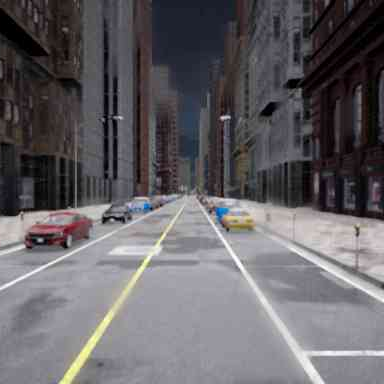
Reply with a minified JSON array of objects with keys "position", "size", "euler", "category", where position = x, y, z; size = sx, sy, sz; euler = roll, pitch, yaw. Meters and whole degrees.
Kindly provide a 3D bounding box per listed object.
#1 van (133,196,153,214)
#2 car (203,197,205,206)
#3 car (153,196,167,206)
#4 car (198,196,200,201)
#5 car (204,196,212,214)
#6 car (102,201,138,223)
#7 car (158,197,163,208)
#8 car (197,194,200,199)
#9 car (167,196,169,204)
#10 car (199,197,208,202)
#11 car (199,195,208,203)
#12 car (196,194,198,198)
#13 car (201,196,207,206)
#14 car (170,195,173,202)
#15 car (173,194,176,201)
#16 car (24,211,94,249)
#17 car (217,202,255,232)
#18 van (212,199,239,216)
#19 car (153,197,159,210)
[{"position":[-5.759,1.474,37.420],"size":[1.690,1.788,3.998],"euler":[0,0,0],"category":"van"},{"position":[2.768,1.680,43.236],"size":[1.752,1.417,4.829],"euler":[0,0,0],"category":"car"},{"position":[-5.756,1.510,54.330],"size":[2.192,1.841,5.009],"euler":[0,0,0],"category":"car"},{"position":[2.772,1.803,65.611],"size":[1.947,1.339,4.313],"euler":[0,0,0],"category":"car"},{"position":[2.766,1.573,37.430],"size":[1.967,1.590,4.097],"euler":[0,0,0],"category":"car"},{"position":[-5.760,1.657,26.146],"size":[1.947,1.339,4.313],"euler":[0,0,0],"category":"car"},{"position":[-5.756,1.740,48.693],"size":[1.947,1.339,4.313],"euler":[0,0,0],"category":"car"},{"position":[2.772,1.574,71.248],"size":[2.192,1.841,5.009],"euler":[0,0,0],"category":"car"},{"position":[-5.754,1.761,59.966],"size":[1.887,1.381,4.507],"euler":[0,0,0],"category":"car"},{"position":[2.775,1.867,82.520],"size":[1.947,1.339,4.313],"euler":[0,0,0],"category":"car"},{"position":[2.770,1.657,59.974],"size":[1.967,1.590,4.097],"euler":[0,0,0],"category":"car"},{"position":[2.777,1.783,93.792],"size":[1.967,1.590,4.097],"euler":[0,0,0],"category":"car"},{"position":[2.769,1.725,48.702],"size":[2.008,1.369,4.403],"euler":[0,0,0],"category":"car"},{"position":[-5.752,1.699,71.240],"size":[1.967,1.590,4.097],"euler":[0,0,0],"category":"car"},{"position":[-5.750,1.741,82.513],"size":[1.967,1.590,4.097],"euler":[0,0,0],"category":"car"},{"position":[-5.762,1.595,14.873],"size":[1.887,1.381,4.507],"euler":[0,0,0],"category":"car"},{"position":[2.763,1.596,20.691],"size":[1.752,1.417,4.829],"euler":[0,0,0],"category":"car"},{"position":[2.764,1.432,26.157],"size":[1.690,1.788,3.998],"euler":[0,0,0],"category":"van"},{"position":[-5.757,1.719,43.056],"size":[1.947,1.339,4.313],"euler":[0,0,0],"category":"car"}]
